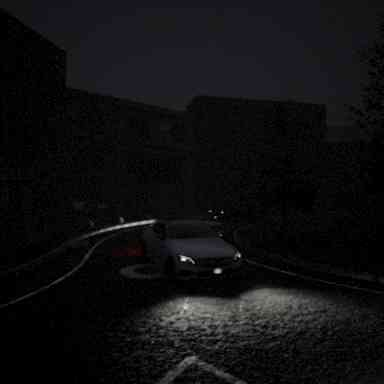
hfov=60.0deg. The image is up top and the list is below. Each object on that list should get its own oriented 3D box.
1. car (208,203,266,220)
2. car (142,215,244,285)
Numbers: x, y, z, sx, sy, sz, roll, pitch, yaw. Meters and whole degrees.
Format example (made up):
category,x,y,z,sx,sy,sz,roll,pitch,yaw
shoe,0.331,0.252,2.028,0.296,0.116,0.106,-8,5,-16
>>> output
category,x,y,z,sx,sy,sz,roll,pitch,yaw
car,3.538,1.517,25.441,4.718,1.301,1.895,0,1,-33
car,-0.230,1.525,9.817,1.812,1.442,4.674,0,0,-21
